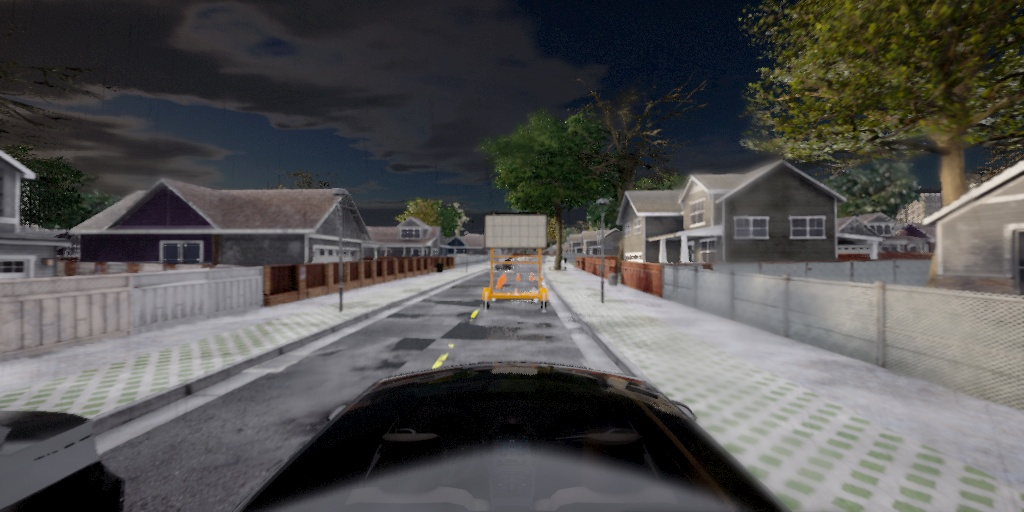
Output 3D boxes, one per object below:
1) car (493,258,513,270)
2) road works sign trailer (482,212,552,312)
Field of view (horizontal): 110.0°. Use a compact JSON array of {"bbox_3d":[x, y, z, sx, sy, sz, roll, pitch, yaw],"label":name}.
[{"bbox_3d":[-0.990,0.914,43.092,1.812,1.442,4.674,0,1,5],"label":"car"},{"bbox_3d":[0.145,0.129,13.737,2.380,3.560,2.880,0,0,2],"label":"road works sign trailer"}]
